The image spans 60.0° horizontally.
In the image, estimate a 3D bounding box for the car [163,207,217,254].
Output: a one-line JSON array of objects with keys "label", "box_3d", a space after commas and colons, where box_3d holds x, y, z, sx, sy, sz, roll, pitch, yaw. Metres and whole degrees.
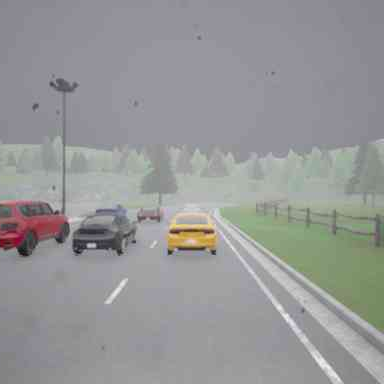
[{"label": "car", "box_3d": [-0.001, 1.612, 14.228, 1.882, 1.535, 5.008, 0, 0, 0]}]

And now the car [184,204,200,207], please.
[{"label": "car", "box_3d": [-0.004, 1.800, 29.134, 1.812, 1.442, 4.674, 0, 0, 0]}]

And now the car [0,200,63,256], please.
[{"label": "car", "box_3d": [-7.006, 1.347, 13.779, 2.150, 2.045, 5.566, 0, 0, 0]}]

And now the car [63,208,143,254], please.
[{"label": "car", "box_3d": [-3.502, 1.640, 14.047, 1.837, 1.490, 4.892, 0, 0, 0]}]

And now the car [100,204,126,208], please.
[{"label": "car", "box_3d": [-7.001, 1.752, 29.233, 1.882, 1.535, 5.008, 0, 0, 1]}]

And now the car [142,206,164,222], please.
[{"label": "car", "box_3d": [-3.512, 1.872, 28.860, 1.895, 1.301, 4.718, 0, 0, 0]}]
